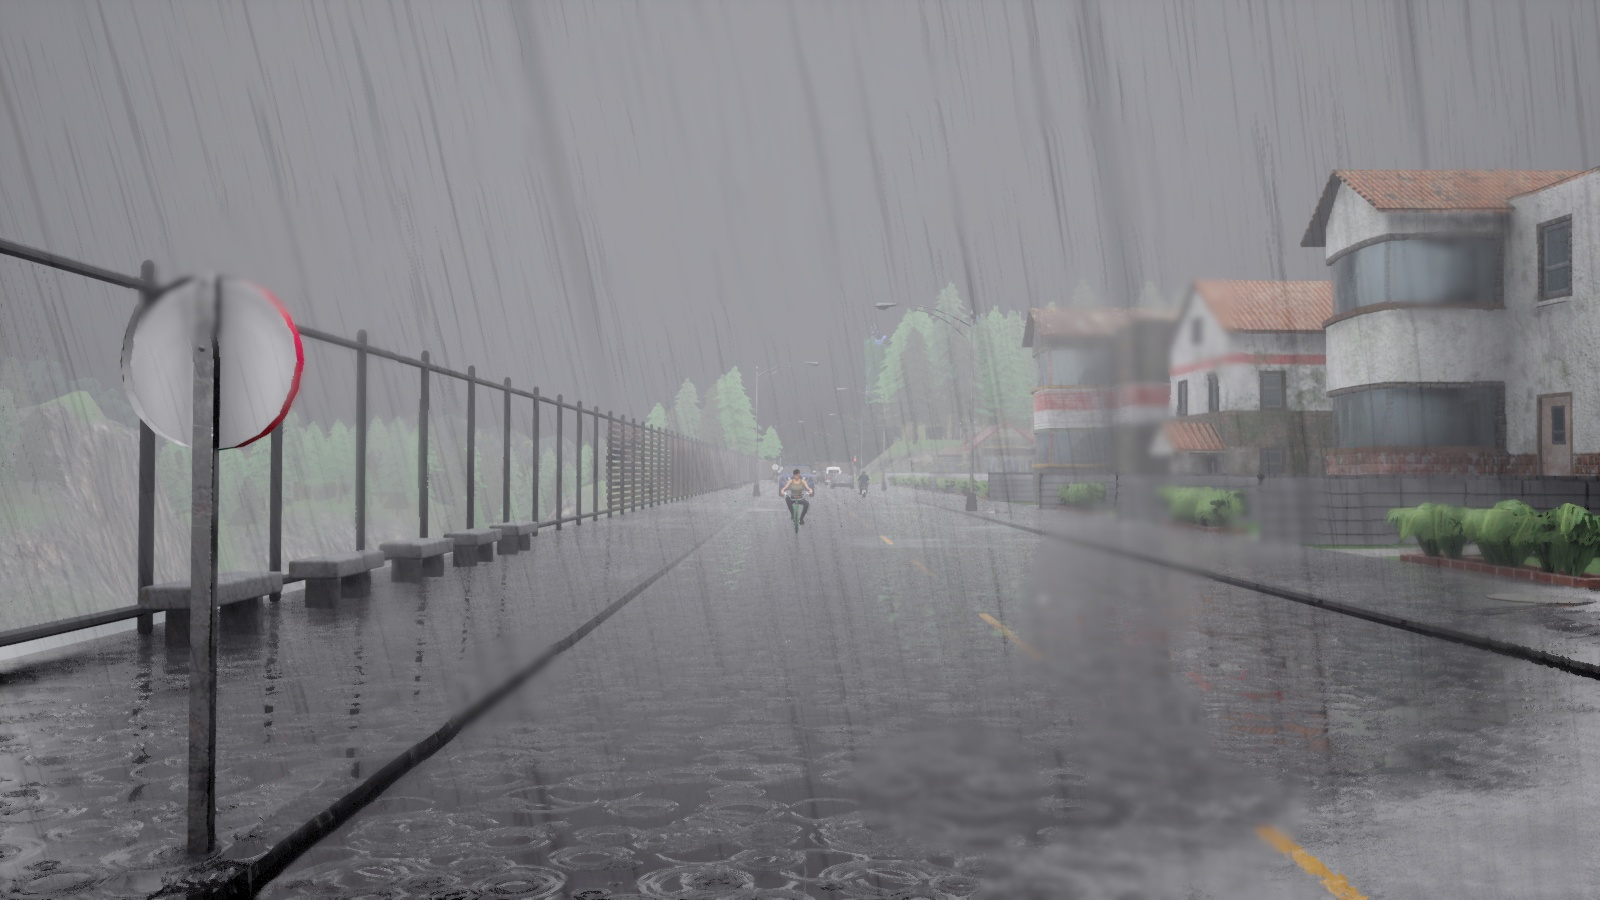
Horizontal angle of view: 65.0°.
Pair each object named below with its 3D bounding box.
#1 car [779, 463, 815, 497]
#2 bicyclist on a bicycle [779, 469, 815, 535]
[{"bbox_3d":[-0.191,1.850,78.390,2.150,2.045,5.566,0,-1,0],"label":"car"},{"bbox_3d":[-0.071,1.278,31.418,0.866,1.612,1.509,0,-1,0],"label":"bicyclist on a bicycle"}]
